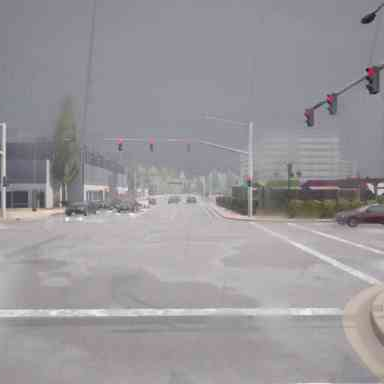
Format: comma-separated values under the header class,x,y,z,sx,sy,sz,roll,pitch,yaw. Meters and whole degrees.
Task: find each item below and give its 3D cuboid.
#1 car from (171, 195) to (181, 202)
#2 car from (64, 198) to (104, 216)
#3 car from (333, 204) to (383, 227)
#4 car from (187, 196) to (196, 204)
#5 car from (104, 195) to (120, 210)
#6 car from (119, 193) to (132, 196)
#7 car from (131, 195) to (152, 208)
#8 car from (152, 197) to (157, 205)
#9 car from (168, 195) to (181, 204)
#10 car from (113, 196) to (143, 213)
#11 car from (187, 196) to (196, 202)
class,x,y,z,sx,sy,sz,roll,pitch,yaw
car,-3.625,1.425,74.832,1.994,1.385,4.181,0,0,0
car,-10.654,1.547,32.583,2.033,1.411,5.357,0,0,0
car,11.769,1.526,21.917,4.674,1.442,1.812,0,0,1
car,-0.108,1.491,64.565,2.128,1.511,4.902,0,0,0
car,-10.669,1.505,42.139,1.837,1.490,4.892,0,0,0
car,-10.680,1.219,52.739,2.150,2.045,5.566,0,0,0
car,-7.172,1.526,46.861,1.812,1.442,4.674,0,0,0
car,-7.176,1.563,56.821,1.994,1.385,4.181,0,0,0
car,-3.608,1.547,64.559,2.033,1.411,5.357,0,0,0
car,-7.163,1.505,37.675,1.837,1.490,4.892,0,0,0
car,-0.125,1.468,74.870,1.895,1.301,4.718,0,0,0
